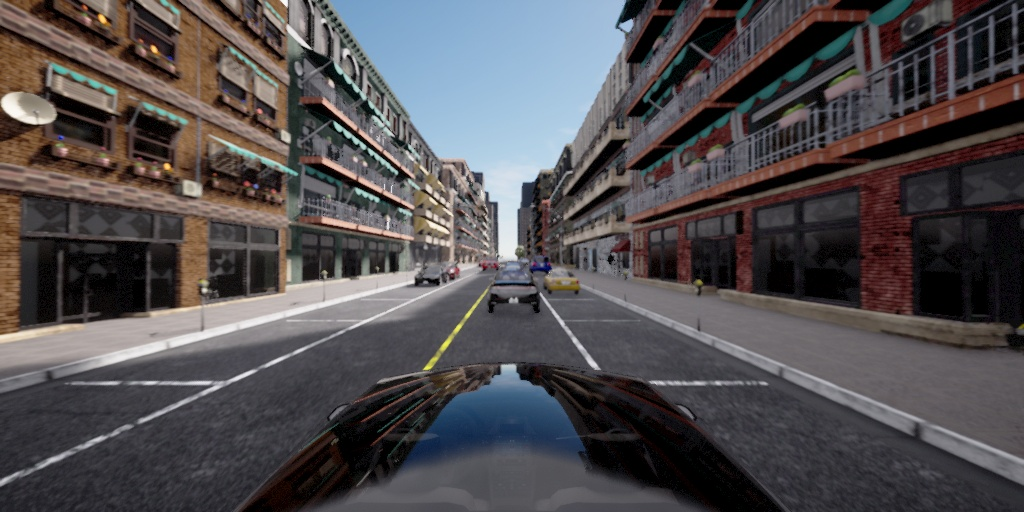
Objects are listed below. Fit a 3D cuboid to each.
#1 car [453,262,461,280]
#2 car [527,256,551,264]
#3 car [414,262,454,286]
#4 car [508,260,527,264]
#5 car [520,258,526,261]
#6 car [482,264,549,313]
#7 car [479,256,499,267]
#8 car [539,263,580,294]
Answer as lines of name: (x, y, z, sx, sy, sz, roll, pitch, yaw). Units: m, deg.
car: (-5.684, 1.244, 31.436, 1.967, 1.591, 4.097, 0, 0, 0)
car: (3.113, 1.054, 39.844, 2.150, 2.045, 5.566, 0, 0, 0)
car: (-5.685, 1.358, 25.775, 1.948, 1.339, 4.313, 0, 0, 0)
car: (0.082, 1.327, 30.177, 1.812, 1.442, 4.674, 0, 0, 0)
car: (2.702, 1.454, 65.422, 2.007, 1.370, 4.403, 0, 0, 0)
car: (0.075, 1.262, 14.170, 2.128, 1.511, 4.902, 0, 0, 0)
car: (-3.072, 1.081, 51.545, 2.150, 2.045, 5.566, 0, 0, 0)
car: (2.694, 1.306, 20.278, 1.751, 1.417, 4.829, 0, 0, 0)
